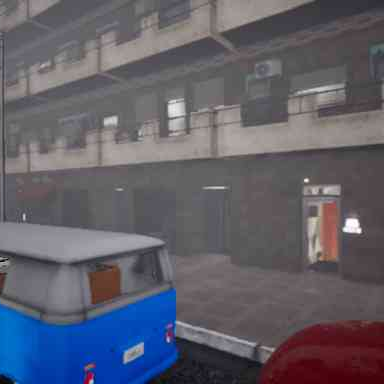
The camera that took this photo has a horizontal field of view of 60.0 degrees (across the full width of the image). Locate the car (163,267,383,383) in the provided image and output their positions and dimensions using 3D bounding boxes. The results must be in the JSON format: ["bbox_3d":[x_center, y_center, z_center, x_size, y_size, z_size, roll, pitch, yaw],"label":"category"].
[{"bbox_3d":[2.545,1.309,1.064,5.009,1.841,2.192,0,0,35],"label":"car"}]

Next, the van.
[{"bbox_3d":[-2.081,1.357,4.363,3.998,1.788,1.690,0,0,36],"label":"van"}]
